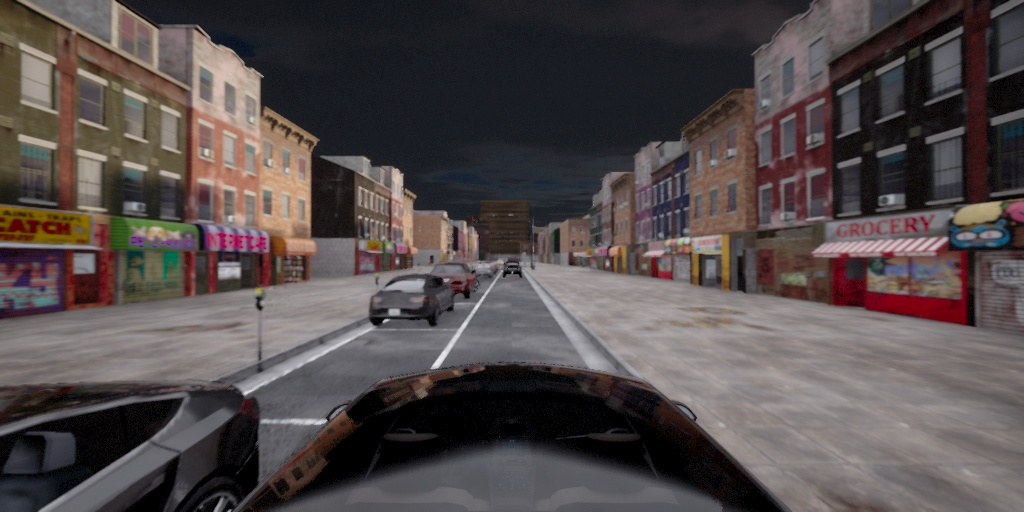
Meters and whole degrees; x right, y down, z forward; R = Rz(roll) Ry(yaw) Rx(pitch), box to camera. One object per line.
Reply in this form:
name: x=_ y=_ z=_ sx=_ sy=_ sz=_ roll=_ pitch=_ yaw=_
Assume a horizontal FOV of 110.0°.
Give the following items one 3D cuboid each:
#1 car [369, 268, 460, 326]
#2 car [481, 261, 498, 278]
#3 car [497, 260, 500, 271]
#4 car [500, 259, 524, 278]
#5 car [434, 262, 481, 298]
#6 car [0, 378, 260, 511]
car: x=-3.025 y=1.278 z=11.532 sx=1.812 sy=1.442 sz=4.674 roll=0 pitch=0 yaw=0
car: x=-2.644 y=1.339 z=33.784 sx=2.007 sy=1.370 sz=4.403 roll=0 pitch=0 yaw=0
car: x=-2.645 y=1.347 z=39.278 sx=1.888 sy=1.381 sz=4.507 roll=0 pitch=0 yaw=0
car: x=0.059 y=1.295 z=35.224 sx=1.837 sy=1.490 sz=4.892 roll=0 pitch=-1 yaw=0
car: x=-2.991 y=1.112 z=18.503 sx=2.097 sy=1.767 sz=4.553 roll=0 pitch=0 yaw=0
car: x=-2.637 y=1.316 z=0.822 sx=1.948 sy=1.339 sz=4.313 roll=0 pitch=0 yaw=0
